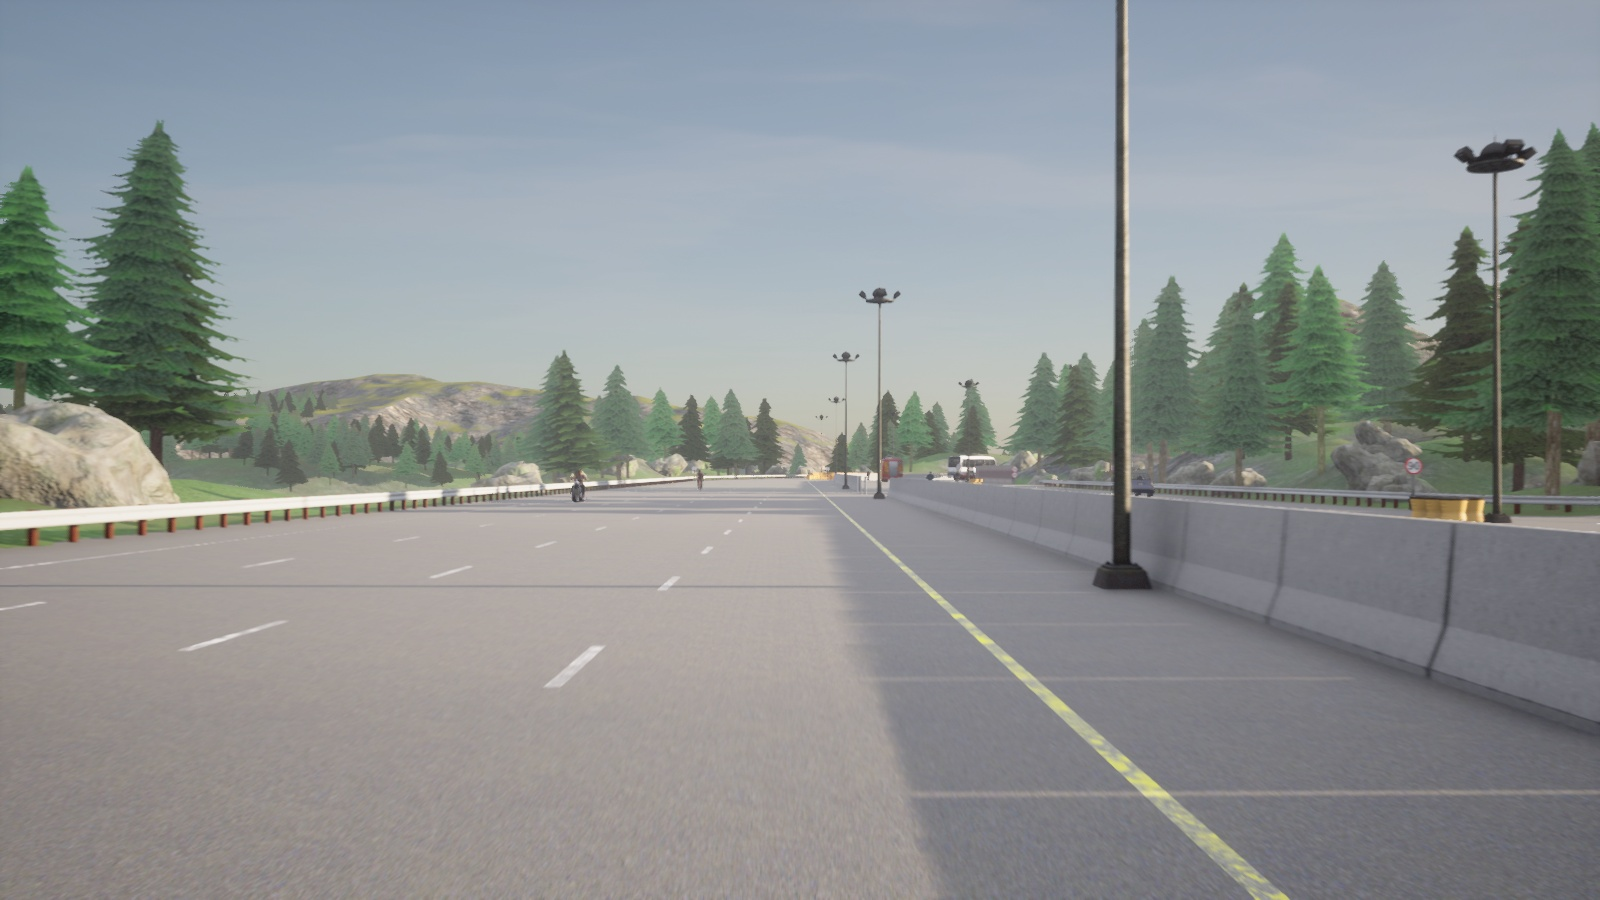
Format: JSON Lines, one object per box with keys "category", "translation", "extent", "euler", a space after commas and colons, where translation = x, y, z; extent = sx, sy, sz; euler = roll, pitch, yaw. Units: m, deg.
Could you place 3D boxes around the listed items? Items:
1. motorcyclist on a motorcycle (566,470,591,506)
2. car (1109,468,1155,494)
{"category": "motorcyclist on a motorcycle", "translation": [-10.642, 1.816, 60.445], "extent": [0.766, 1.649, 2.350], "euler": [0, -1, 0]}
{"category": "car", "translation": [20.813, 1.945, 78.900], "extent": [1.851, 1.617, 3.988], "euler": [0, -1, 0]}
